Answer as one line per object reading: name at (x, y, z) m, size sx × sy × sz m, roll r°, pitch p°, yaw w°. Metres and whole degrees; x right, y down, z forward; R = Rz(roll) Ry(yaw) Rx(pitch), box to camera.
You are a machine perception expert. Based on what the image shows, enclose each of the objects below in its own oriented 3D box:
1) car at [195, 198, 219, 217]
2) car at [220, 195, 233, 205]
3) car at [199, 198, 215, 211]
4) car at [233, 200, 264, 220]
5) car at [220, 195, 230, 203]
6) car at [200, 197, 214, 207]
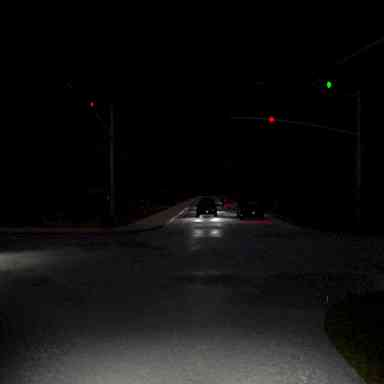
car at (1.384, 1.470, 30.997) m, size 1.837 × 1.490 × 4.892 m, roll 0°, pitch 0°, yaw 3°
car at (6.353, 1.565, 59.014) m, size 1.895 × 1.301 × 4.718 m, roll 0°, pitch 0°, yaw 3°
car at (1.847, 1.469, 40.449) m, size 1.837 × 1.490 × 4.892 m, roll 0°, pitch 0°, yaw 3°
car at (4.843, 1.443, 27.991) m, size 1.882 × 1.535 × 5.008 m, roll 0°, pitch 0°, yaw 3°
car at (6.838, 1.469, 68.975) m, size 1.837 × 1.490 × 4.892 m, roll 0°, pitch 0°, yaw 3°
car at (2.339, 1.528, 50.357) m, size 1.994 × 1.385 × 4.181 m, roll 0°, pitch 0°, yaw 3°
